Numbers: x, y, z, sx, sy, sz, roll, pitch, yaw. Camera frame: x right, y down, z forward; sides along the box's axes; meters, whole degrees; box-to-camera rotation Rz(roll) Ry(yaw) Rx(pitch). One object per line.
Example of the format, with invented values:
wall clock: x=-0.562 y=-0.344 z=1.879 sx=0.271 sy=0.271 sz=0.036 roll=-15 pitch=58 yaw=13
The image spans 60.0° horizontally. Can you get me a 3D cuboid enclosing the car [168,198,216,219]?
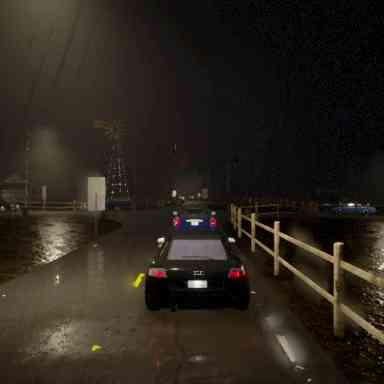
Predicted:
car: x=0.118 y=1.380 z=16.428 sx=2.097 sy=1.767 sz=4.553 roll=0 pitch=0 yaw=0

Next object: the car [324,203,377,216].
car: x=17.898 y=1.951 z=37.702 sx=5.357 sy=1.411 sz=2.033 roll=1 pitch=-2 yaw=0

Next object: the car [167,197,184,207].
car: x=-2.806 y=1.532 z=53.791 sx=2.097 sy=1.767 sz=4.553 roll=0 pitch=0 yaw=1

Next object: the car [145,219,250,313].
car: x=0.108 y=1.573 z=7.785 sx=1.994 sy=1.385 sz=4.181 roll=0 pitch=0 yaw=0

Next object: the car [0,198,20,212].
car: x=-20.263 y=1.292 z=34.124 sx=4.892 sy=1.490 sz=1.837 roll=1 pitch=-2 yaw=0

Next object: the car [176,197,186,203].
car: x=-2.638 y=1.892 z=80.361 sx=2.128 sy=1.511 sz=4.902 roll=0 pitch=0 yaw=0

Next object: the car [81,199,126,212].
car: x=-10.251 y=1.515 z=38.627 sx=5.008 sy=1.535 sz=1.882 roll=1 pitch=-1 yaw=-26

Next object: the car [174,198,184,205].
car: x=-2.656 y=1.883 z=69.286 sx=1.895 sy=1.301 sz=4.718 roll=0 pitch=0 yaw=0
